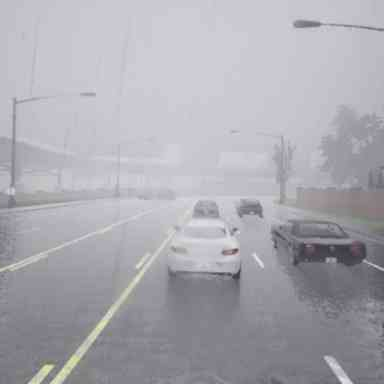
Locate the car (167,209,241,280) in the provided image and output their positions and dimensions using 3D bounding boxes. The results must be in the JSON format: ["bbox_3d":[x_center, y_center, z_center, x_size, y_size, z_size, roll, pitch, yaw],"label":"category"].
[{"bbox_3d":[0.392,1.461,9.723,1.812,1.442,4.674,1,1,3],"label":"car"}]

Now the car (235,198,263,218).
[{"bbox_3d":[4.725,1.287,27.881,1.837,1.490,4.892,1,1,3],"label":"car"}]

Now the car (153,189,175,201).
[{"bbox_3d":[-4.237,0.456,54.875,2.150,2.045,5.566,1,1,9],"label":"car"}]

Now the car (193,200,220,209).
[{"bbox_3d":[1.029,1.313,24.202,2.033,1.411,5.357,1,1,3],"label":"car"}]

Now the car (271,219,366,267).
[{"bbox_3d":[3.985,1.586,11.428,1.895,1.301,4.718,1,1,3],"label":"car"}]

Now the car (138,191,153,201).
[{"bbox_3d":[-7.554,0.671,56.088,1.837,1.490,4.892,1,1,10],"label":"car"}]
